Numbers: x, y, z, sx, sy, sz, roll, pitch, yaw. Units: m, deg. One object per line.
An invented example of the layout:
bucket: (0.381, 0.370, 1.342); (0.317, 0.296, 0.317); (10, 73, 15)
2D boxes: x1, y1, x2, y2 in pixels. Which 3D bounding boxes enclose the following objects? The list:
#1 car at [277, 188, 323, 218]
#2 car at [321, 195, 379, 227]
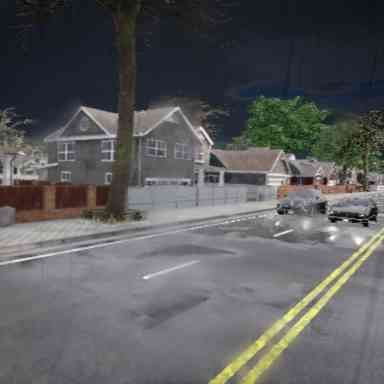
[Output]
car: (7.131, 0.580, 21.269); (2.097, 1.767, 4.553); (4, 3, 36)
car: (9.173, 0.974, 18.580); (2.033, 1.411, 5.357); (4, 3, 36)
